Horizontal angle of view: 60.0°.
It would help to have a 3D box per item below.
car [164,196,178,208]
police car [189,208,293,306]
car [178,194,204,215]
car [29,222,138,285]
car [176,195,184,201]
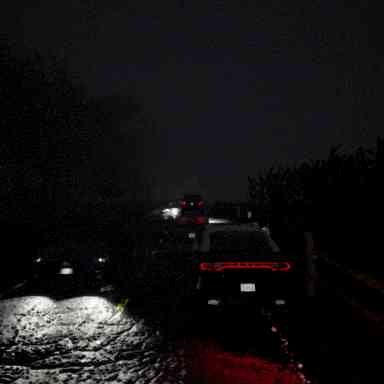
[{"bbox_3d":[-2.822,1.485,46.679,2.128,1.511,4.902,0,0,0],"label":"car"},{"bbox_3d":[0.949,1.423,8.251,1.930,1.638,5.238,0,0,0],"label":"police car"},{"bbox_3d":[0.011,1.216,33.869,2.150,2.045,5.566,0,0,0],"label":"car"},{"bbox_3d":[-2.766,1.561,9.332,1.994,1.385,4.181,0,0,0],"label":"car"},{"bbox_3d":[-2.874,1.475,81.678,1.882,1.535,5.008,0,0,0],"label":"car"}]
